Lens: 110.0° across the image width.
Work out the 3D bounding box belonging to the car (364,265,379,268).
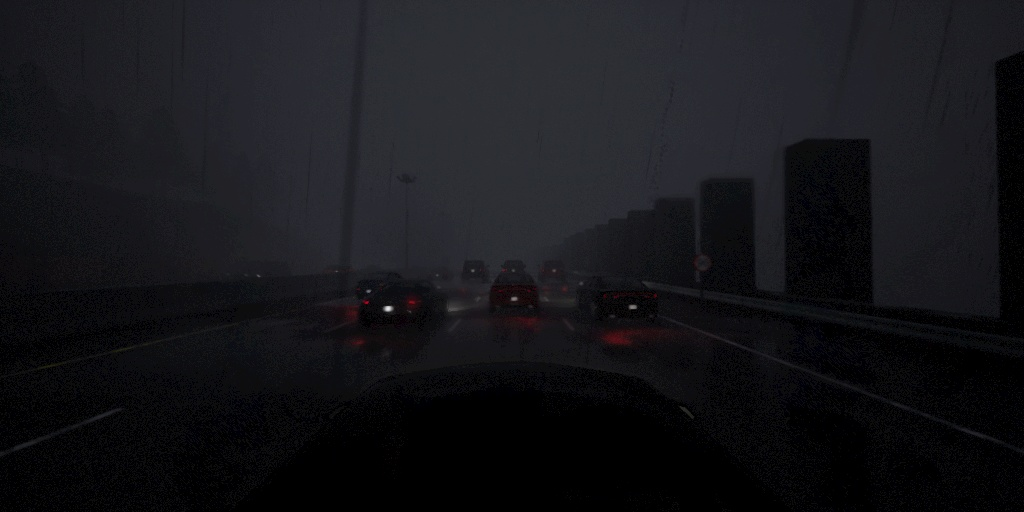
[{"bbox_3d":[-21.582,2.075,55.199,2.033,1.411,5.357,0,-1,-2],"label":"car"}]

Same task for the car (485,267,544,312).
[{"bbox_3d":[0.106,1.408,15.223,1.882,1.535,5.008,0,-1,0],"label":"car"}]

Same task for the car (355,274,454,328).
[{"bbox_3d":[-3.421,1.462,12.005,1.994,1.385,4.181,0,-1,1],"label":"car"}]

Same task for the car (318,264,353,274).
[{"bbox_3d":[-17.593,1.612,36.111,2.097,1.767,4.553,0,-1,-1],"label":"car"}]

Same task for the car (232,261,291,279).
[{"bbox_3d":[-24.581,1.501,35.917,2.150,2.045,5.566,0,-1,-1],"label":"car"}]

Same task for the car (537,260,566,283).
[{"bbox_3d":[3.634,1.385,33.351,2.150,2.045,5.566,0,-1,0],"label":"car"}]

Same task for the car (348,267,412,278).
[{"bbox_3d":[-6.880,1.534,19.531,1.812,1.442,4.674,0,-1,0],"label":"car"}]

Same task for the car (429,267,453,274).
[{"bbox_3d":[-6.887,1.778,34.948,1.994,1.385,4.181,0,-1,-1],"label":"car"}]

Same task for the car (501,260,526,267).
[{"bbox_3d":[0.134,1.394,33.292,2.150,2.045,5.566,0,-1,0],"label":"car"}]

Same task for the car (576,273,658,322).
[{"bbox_3d":[3.589,1.369,13.046,1.882,1.535,5.008,0,0,0],"label":"car"}]

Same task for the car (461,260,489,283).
[{"bbox_3d":[-3.366,1.406,33.408,2.150,2.045,5.566,0,-1,0],"label":"car"}]

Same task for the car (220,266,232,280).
[{"bbox_3d":[-28.117,1.543,38.267,2.150,2.045,5.566,0,-1,-1],"label":"car"}]
